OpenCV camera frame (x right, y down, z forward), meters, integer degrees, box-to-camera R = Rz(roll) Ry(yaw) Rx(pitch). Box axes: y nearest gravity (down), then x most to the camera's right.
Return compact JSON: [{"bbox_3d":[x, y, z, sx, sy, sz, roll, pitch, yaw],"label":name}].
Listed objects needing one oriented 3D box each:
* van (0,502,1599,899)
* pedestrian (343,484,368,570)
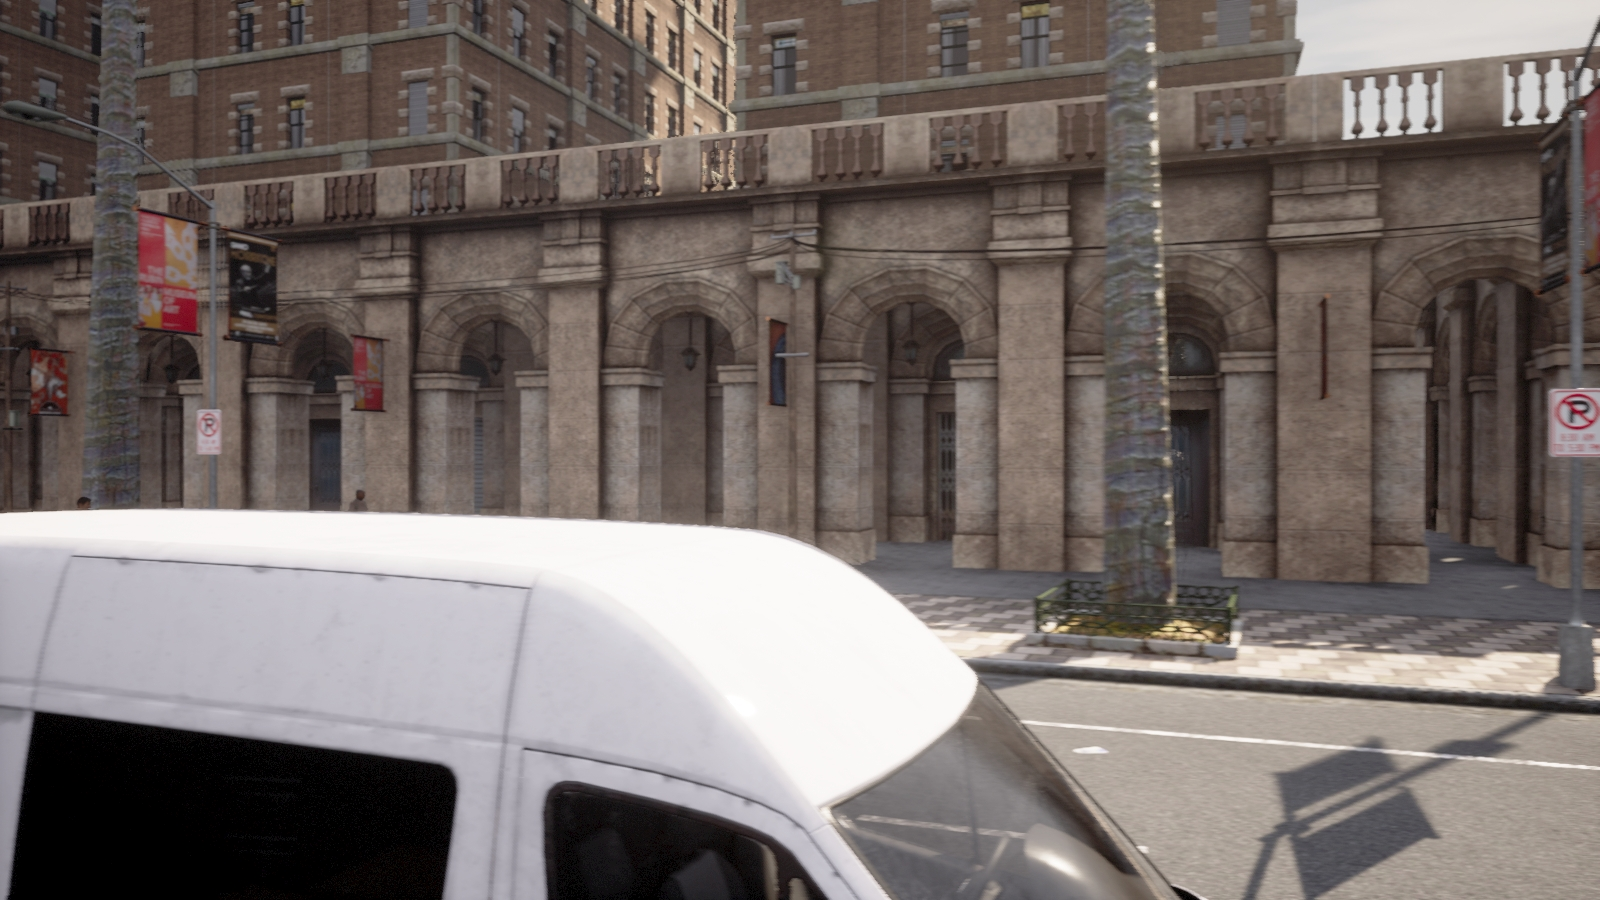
[{"bbox_3d":[-0.885,1.534,3.625,5.915,2.561,1.988,0,0,20],"label":"van"},{"bbox_3d":[-9.846,1.695,25.319,0.375,1.860,0.375,0,0,20],"label":"pedestrian"}]
